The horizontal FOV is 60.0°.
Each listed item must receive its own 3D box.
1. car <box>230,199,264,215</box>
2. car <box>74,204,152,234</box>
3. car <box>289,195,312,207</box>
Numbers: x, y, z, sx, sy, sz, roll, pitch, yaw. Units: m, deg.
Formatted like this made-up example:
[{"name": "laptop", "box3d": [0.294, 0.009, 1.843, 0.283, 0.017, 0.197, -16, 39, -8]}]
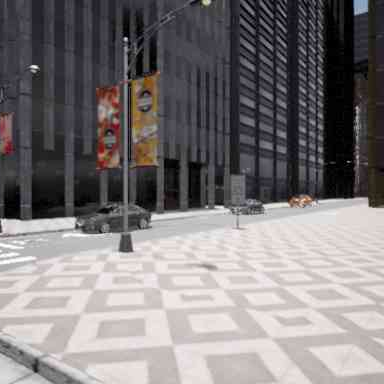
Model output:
[{"name": "car", "box3d": [5.593, 1.467, 33.290, 2.128, 1.511, 4.902, 0, 0, 36]}, {"name": "car", "box3d": [-4.431, 1.477, 19.259, 1.837, 1.490, 4.892, 0, 0, 36]}, {"name": "car", "box3d": [15.340, 1.141, 46.796, 2.097, 1.767, 4.553, 0, 0, 35]}]
